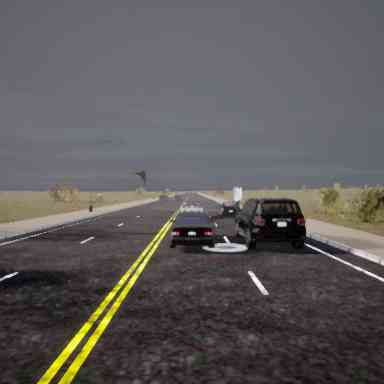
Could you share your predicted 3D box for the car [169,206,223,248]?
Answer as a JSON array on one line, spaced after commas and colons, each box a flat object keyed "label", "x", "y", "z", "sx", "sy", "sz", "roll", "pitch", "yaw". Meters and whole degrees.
[{"label": "car", "x": 0.000, "y": 1.562, "z": 14.650, "sx": 2.033, "sy": 1.411, "sz": 5.357, "roll": 0, "pitch": 0, "yaw": 0}]

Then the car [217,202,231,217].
[{"label": "car", "x": 3.250, "y": 1.567, "z": 29.650, "sx": 1.994, "sy": 1.385, "sz": 4.181, "roll": 0, "pitch": 0, "yaw": 0}]

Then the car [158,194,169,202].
[{"label": "car", "x": -6.500, "y": 1.312, "z": 76.126, "sx": 2.097, "sy": 1.767, "sz": 4.553, "roll": 0, "pitch": 0, "yaw": 0}]

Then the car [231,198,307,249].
[{"label": "car", "x": 3.250, "y": 1.256, "z": 14.680, "sx": 2.150, "sy": 2.045, "sz": 5.566, "roll": 0, "pitch": 0, "yaw": 0}]

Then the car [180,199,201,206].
[{"label": "car", "x": 0.000, "y": 1.611, "z": 29.680, "sx": 1.895, "sy": 1.301, "sz": 4.718, "roll": 0, "pitch": 0, "yaw": 0}]

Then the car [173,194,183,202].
[{"label": "car", "x": -3.250, "y": 1.312, "z": 76.128, "sx": 2.097, "sy": 1.767, "sz": 4.553, "roll": 0, "pitch": 0, "yaw": 0}]
